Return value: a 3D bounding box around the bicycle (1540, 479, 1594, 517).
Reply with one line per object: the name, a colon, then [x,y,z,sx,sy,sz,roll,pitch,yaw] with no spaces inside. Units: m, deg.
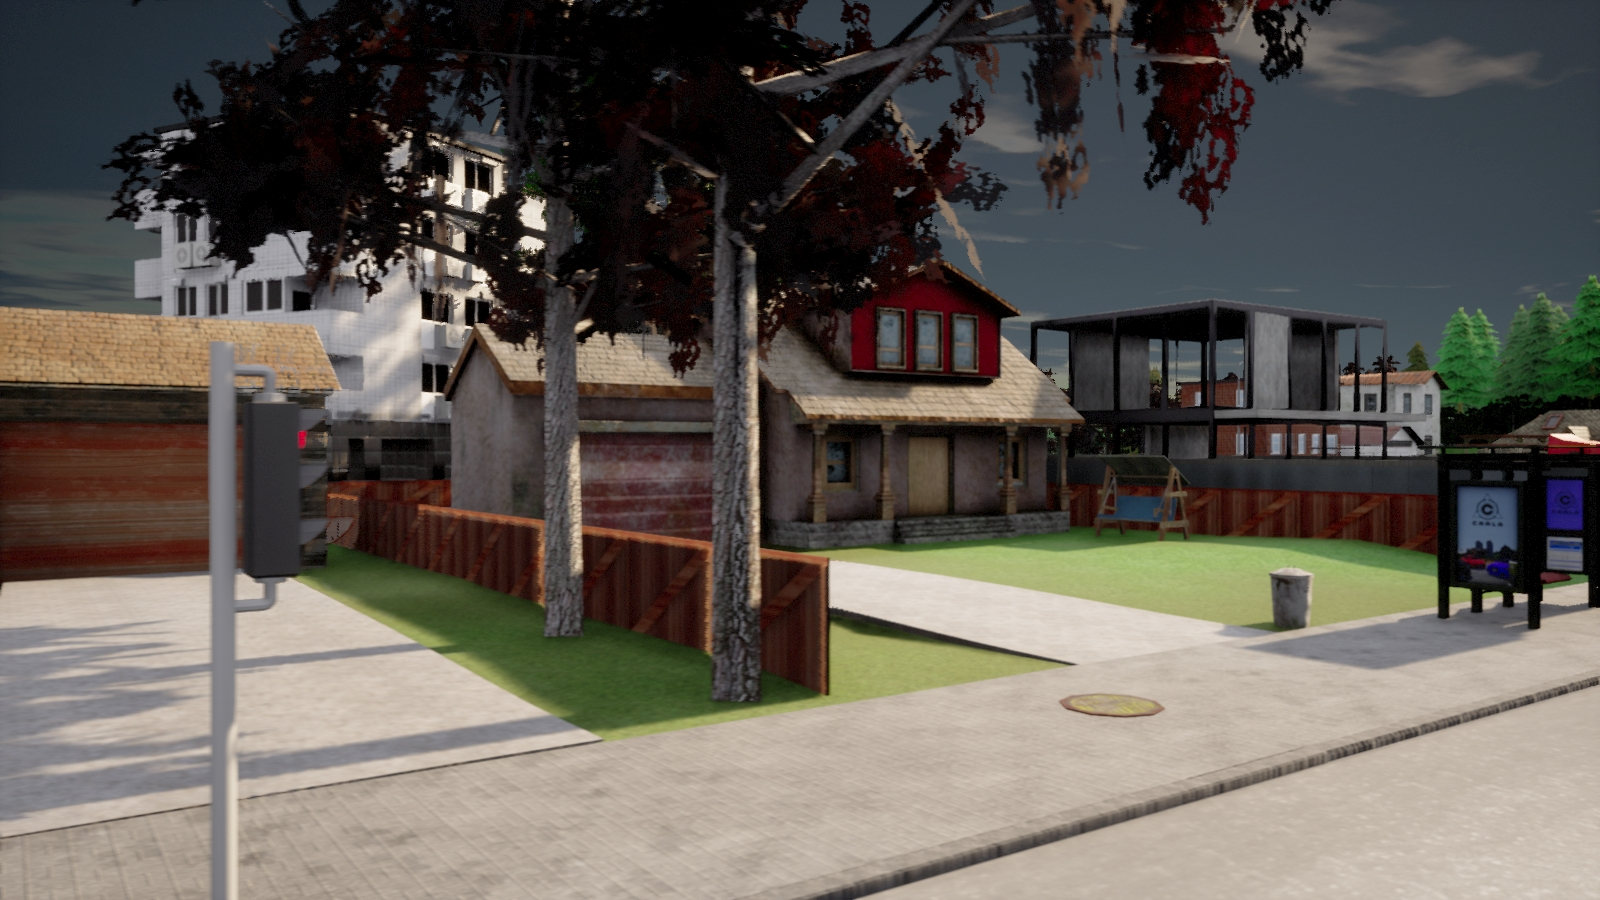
bicycle: [31.349,1.950,46.720,0.329,1.471,1.835,0,0,-37]
